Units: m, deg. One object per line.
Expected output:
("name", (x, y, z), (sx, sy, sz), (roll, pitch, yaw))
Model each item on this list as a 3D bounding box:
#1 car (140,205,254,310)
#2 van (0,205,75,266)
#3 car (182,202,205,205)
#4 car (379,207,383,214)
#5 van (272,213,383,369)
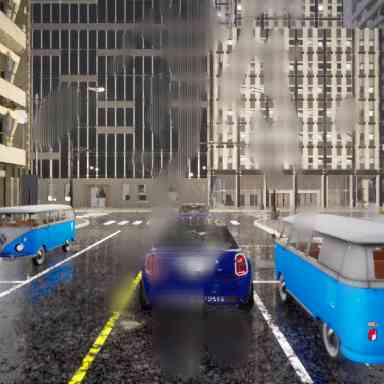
("car", (0.085, 1.354, 7.966), (2.097, 1.767, 4.553), (0, 0, 0))
("van", (-5.333, 1.345, 11.261), (1.690, 1.788, 3.998), (0, 0, 0))
("car", (0.088, 1.359, 17.992), (2.097, 1.767, 4.553), (0, 0, 0))
("car", (18.984, 1.490, 29.013), (4.829, 1.417, 1.752), (0, 0, 0))
("van", (2.559, 1.343, 5.593), (1.690, 1.788, 3.998), (0, 0, 0))
